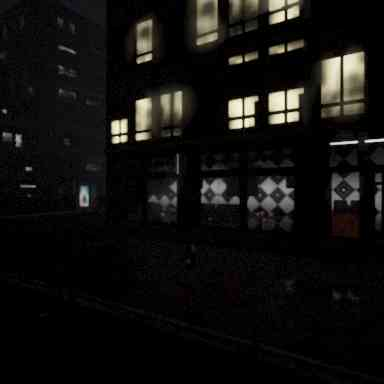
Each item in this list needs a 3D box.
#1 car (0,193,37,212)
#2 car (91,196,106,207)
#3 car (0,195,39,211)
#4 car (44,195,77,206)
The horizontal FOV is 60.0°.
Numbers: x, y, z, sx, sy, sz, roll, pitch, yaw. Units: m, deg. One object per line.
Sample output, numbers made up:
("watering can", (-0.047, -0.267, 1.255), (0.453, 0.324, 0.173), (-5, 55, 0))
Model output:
("car", (-16.384, 1.017, 29.203), (2.192, 1.841, 5.009), (1, 2, 35))
("car", (-10.047, 1.060, 38.314), (1.947, 1.339, 4.313), (1, 2, 35))
("car", (-19.122, 1.127, 35.435), (1.837, 1.490, 4.892), (0, 1, 35))
("car", (-16.961, 1.058, 43.050), (1.802, 1.307, 4.206), (2, 2, 35))
